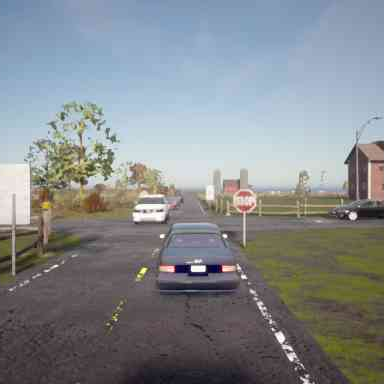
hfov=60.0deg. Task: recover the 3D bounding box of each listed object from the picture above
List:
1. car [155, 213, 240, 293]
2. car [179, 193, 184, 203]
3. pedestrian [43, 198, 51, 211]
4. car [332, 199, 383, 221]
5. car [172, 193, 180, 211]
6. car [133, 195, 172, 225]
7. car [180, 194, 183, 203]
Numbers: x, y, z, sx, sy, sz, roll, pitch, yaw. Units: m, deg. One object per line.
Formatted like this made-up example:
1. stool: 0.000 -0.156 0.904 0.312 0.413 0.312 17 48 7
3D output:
1. car: 0.067 1.546 9.001 2.033 1.411 5.357 0 0 -1
2. car: -2.810 1.218 69.149 2.150 2.045 5.566 0 0 0
3. pedestrian: -12.183 1.412 27.790 0.375 1.860 0.375 0 1 0
4. car: 12.941 1.285 24.592 4.892 1.490 1.837 -1 0 0
5. car: -2.881 1.349 40.605 2.097 1.767 4.553 0 0 0
6. car: -2.897 1.230 24.483 2.150 2.045 5.566 -1 0 0
7. car: -2.869 1.521 54.014 1.812 1.442 4.674 0 0 0
